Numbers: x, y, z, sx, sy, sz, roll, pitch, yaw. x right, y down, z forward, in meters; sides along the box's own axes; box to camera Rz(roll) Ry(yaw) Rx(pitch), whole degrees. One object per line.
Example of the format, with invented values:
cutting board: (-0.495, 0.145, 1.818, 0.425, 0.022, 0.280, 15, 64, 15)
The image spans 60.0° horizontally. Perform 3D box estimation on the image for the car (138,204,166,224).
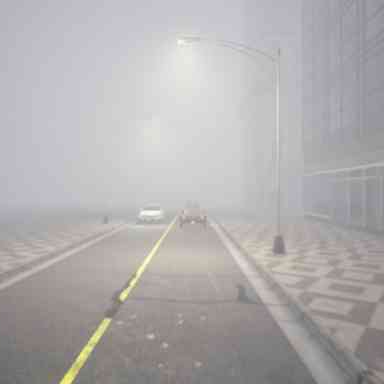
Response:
car: (-3.133, 1.709, 26.490, 1.812, 1.442, 4.674, 0, 0, 0)

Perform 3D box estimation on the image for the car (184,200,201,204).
car: (0.045, 1.768, 41.899, 2.128, 1.511, 4.902, 0, 0, 0)

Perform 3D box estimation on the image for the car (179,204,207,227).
car: (0.068, 1.770, 24.485, 1.895, 1.301, 4.718, 0, 0, 0)
